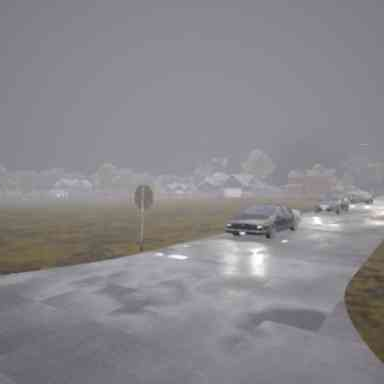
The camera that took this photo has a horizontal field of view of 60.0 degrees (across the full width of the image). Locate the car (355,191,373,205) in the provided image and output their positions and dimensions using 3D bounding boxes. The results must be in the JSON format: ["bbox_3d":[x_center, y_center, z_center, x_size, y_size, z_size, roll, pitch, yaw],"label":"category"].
[{"bbox_3d":[19.349,0.656,37.941,1.812,1.442,4.674,0,1,36],"label":"car"}]

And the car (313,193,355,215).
[{"bbox_3d":[11.106,0.909,26.411,2.128,1.511,4.902,0,2,35],"label":"car"}]

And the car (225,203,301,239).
[{"bbox_3d":[3.602,1.252,15.854,2.033,1.411,5.357,0,1,35],"label":"car"}]
